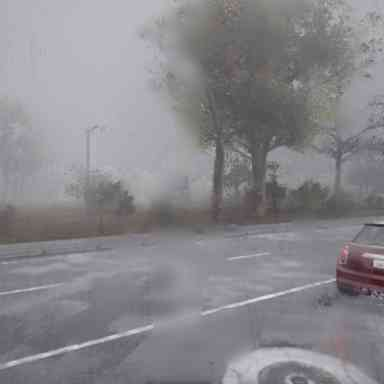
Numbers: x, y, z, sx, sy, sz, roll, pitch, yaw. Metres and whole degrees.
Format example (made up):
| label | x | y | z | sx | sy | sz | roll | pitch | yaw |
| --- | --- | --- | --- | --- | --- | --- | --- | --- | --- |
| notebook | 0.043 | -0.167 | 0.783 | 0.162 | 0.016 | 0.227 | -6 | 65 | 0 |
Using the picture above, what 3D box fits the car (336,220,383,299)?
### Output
| label | x | y | z | sx | sy | sz | roll | pitch | yaw |
| --- | --- | --- | --- | --- | --- | --- | --- | --- | --- |
| car | 5.252 | 1.358 | 7.345 | 4.553 | 1.767 | 2.097 | 0 | 0 | -35 |
